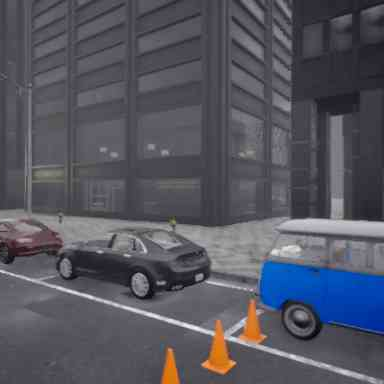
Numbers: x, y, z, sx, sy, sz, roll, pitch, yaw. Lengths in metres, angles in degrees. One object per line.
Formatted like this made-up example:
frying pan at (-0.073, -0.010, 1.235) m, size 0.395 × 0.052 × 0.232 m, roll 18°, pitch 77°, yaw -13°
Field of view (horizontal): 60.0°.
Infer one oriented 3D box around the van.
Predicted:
van at (2.956, 1.356, 4.972) m, size 3.998 × 1.788 × 1.690 m, roll 0°, pitch 0°, yaw 36°

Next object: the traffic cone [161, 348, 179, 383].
traffic cone at (-0.236, 1.957, 3.524) m, size 0.340 × 0.580 × 0.340 m, roll 0°, pitch 0°, yaw 36°

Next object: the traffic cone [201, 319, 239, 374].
traffic cone at (0.347, 1.960, 4.337) m, size 0.340 × 0.580 × 0.340 m, roll 0°, pitch 0°, yaw 36°

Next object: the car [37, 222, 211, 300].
car at (-1.625, 1.549, 8.257) m, size 4.403 × 1.369 × 2.008 m, roll 0°, pitch 0°, yaw 36°

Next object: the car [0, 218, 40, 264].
car at (-6.206, 1.564, 11.541) m, size 4.206 × 1.307 × 1.802 m, roll 0°, pitch 0°, yaw 36°

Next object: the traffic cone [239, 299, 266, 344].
traffic cone at (0.929, 1.962, 5.150) m, size 0.340 × 0.580 × 0.340 m, roll 0°, pitch 0°, yaw 36°
